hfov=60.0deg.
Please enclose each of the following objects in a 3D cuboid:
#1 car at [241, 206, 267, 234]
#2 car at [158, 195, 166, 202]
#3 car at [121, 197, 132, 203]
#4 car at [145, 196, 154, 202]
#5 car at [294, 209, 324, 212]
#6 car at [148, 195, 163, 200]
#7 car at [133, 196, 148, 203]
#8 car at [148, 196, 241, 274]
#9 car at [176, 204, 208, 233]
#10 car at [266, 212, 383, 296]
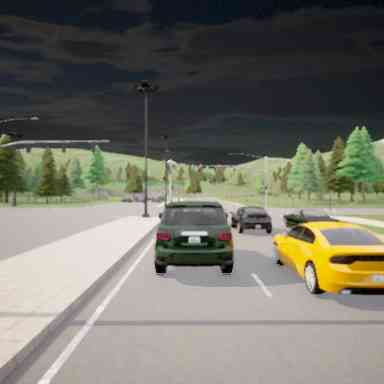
[{"bbox_3d":[3.492,1.599,20.034,1.837,1.490,4.892,0,0,0],"label":"car"},{"bbox_3d":[-8.528,1.795,94.751,2.097,1.767,4.553,0,0,0],"label":"car"},{"bbox_3d":[-15.456,1.923,78.637,1.994,1.385,4.181,0,0,0],"label":"car"},{"bbox_3d":[-12.027,1.960,94.624,1.812,1.442,4.674,0,0,0],"label":"car"},{"bbox_3d":[6.992,1.696,20.222,1.895,1.301,4.718,0,0,0],"label":"car"},{"bbox_3d":[-8.454,1.894,78.239,2.128,1.511,4.902,0,0,0],"label":"car"},{"bbox_3d":[-11.956,1.895,78.641,1.812,1.442,4.674,0,0,0],"label":"car"},{"bbox_3d":[0.044,1.274,10.842,2.150,2.045,5.566,0,0,0],"label":"car"},{"bbox_3d":[-0.015,1.606,21.395,1.837,1.490,4.892,0,0,0],"label":"car"},{"bbox_3d":[3.555,1.519,8.829,1.882,1.535,5.008,0,0,0],"label":"car"}]
